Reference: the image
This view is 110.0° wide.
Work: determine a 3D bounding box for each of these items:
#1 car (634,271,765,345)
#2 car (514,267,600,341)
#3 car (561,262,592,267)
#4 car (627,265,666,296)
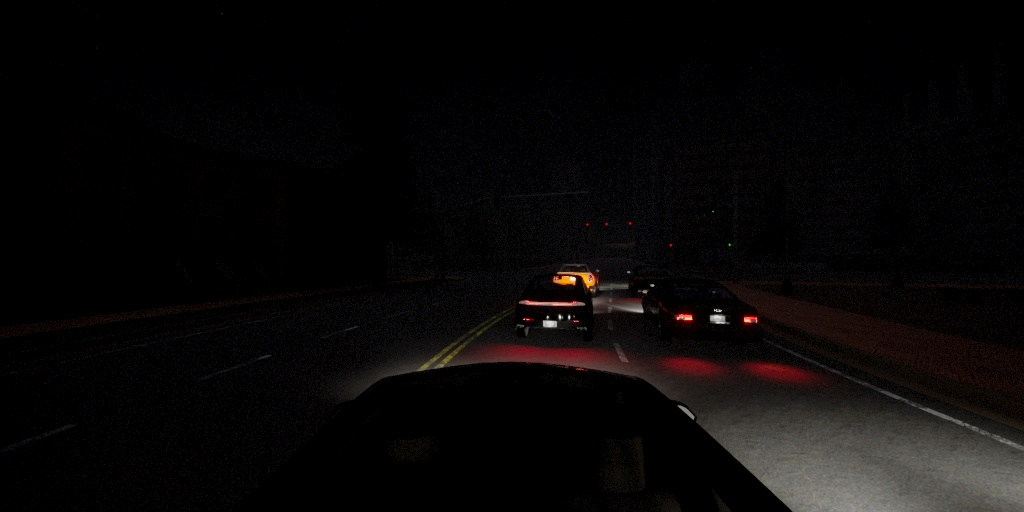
[{"bbox_3d":[4.692,1.297,9.613,2.033,1.411,5.357,0,0,13],"label":"car"},{"bbox_3d":[1.319,1.242,10.040,2.128,1.511,4.902,0,0,12],"label":"car"},{"bbox_3d":[3.481,1.102,18.929,2.097,1.767,4.553,0,0,16],"label":"car"},{"bbox_3d":[7.249,1.228,19.102,1.882,1.535,5.008,0,0,16],"label":"car"}]
